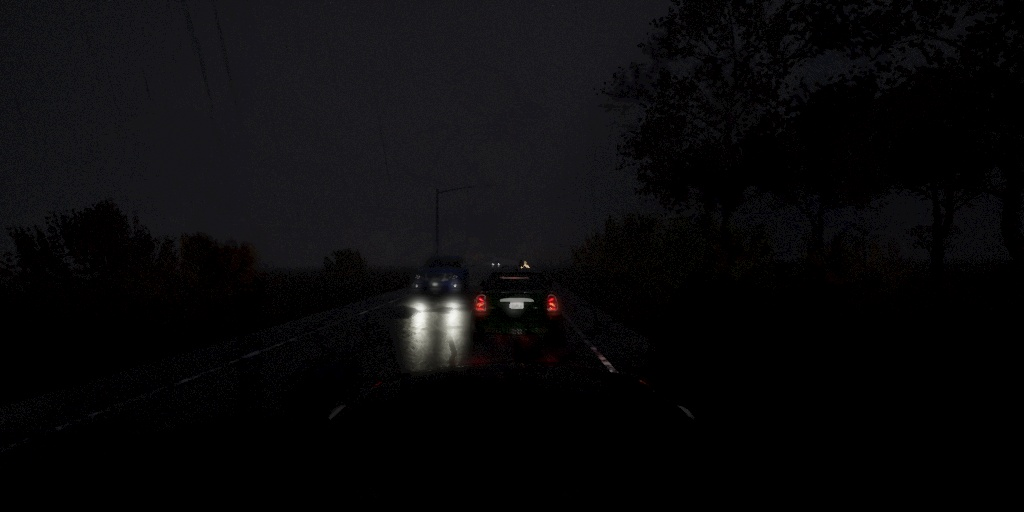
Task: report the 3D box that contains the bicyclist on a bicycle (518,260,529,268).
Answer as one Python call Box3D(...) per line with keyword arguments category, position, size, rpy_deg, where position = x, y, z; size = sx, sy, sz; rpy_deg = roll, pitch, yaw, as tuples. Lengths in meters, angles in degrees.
Box3D(category="bicyclist on a bicycle", position=(0.954, 1.177, 25.767), size=(0.866, 1.612, 1.509), rpy_deg=(0, 0, 1))

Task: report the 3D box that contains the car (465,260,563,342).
Box3D(category="car", position=(0.106, 1.099, 9.944), size=(2.097, 1.767, 4.553), rpy_deg=(0, 0, 0))

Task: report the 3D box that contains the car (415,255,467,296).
Box3D(category="car", position=(-3.597, 0.965, 19.484), size=(2.150, 2.045, 5.566), rpy_deg=(0, 0, 0))
